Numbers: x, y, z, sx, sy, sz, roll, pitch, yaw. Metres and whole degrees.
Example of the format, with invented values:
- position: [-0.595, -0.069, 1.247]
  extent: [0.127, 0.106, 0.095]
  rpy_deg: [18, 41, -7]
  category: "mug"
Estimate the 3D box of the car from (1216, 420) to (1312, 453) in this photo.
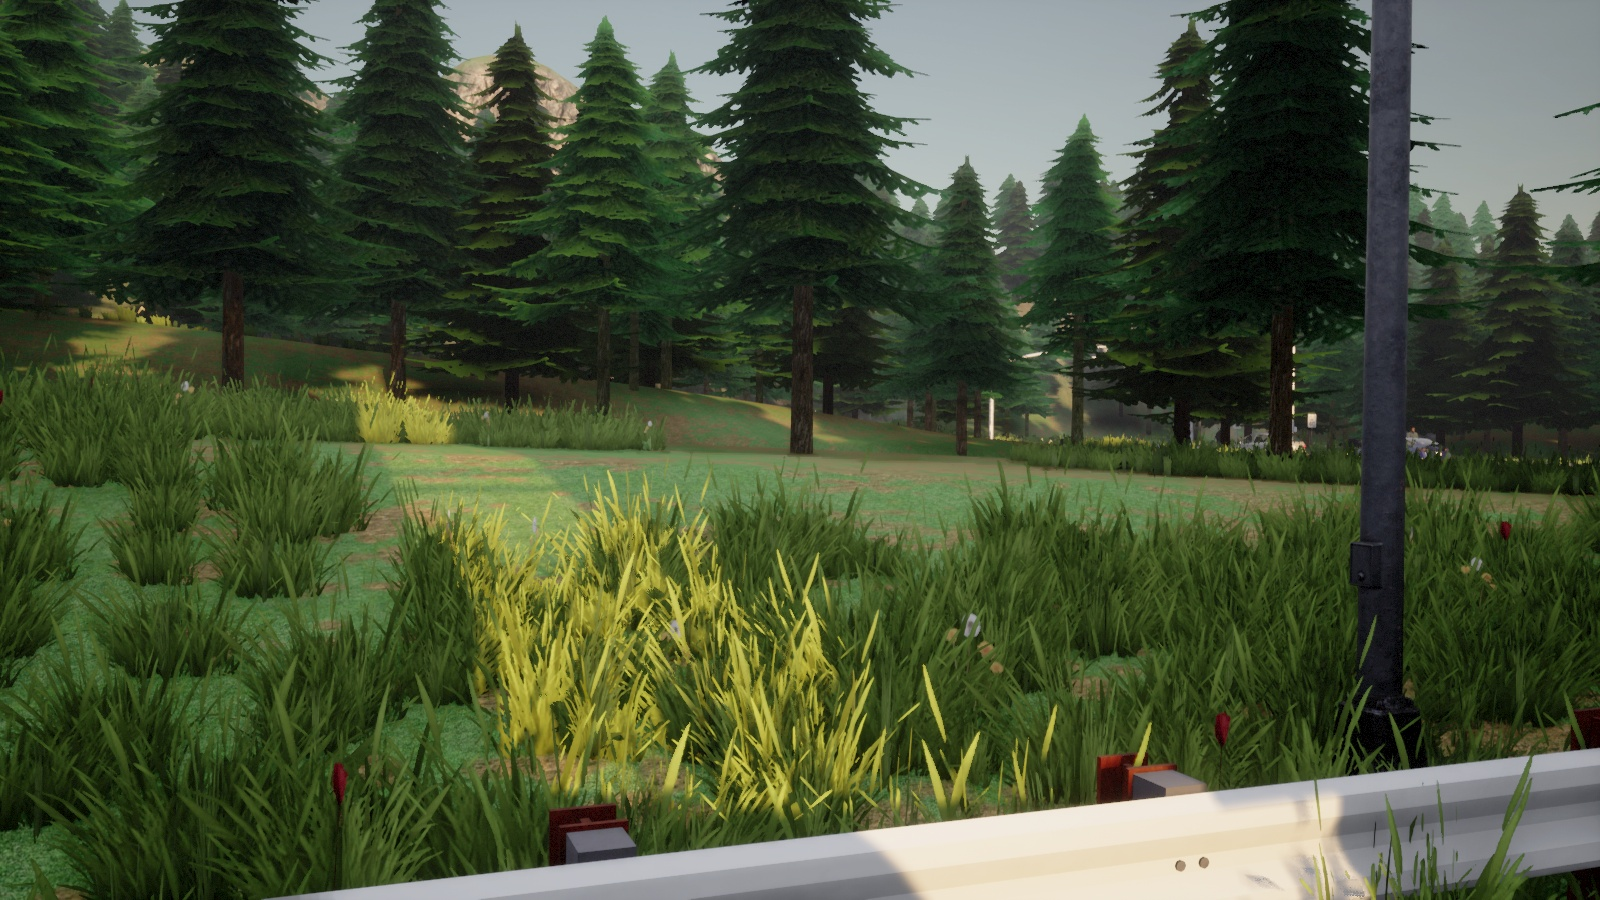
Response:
- position: [24.143, -0.704, 65.476]
  extent: [2.242, 1.667, 4.611]
  rpy_deg: [-1, 1, -20]
  category: "car"

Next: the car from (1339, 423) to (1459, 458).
- position: [27.141, -0.444, 57.093]
  extent: [2.163, 1.488, 4.792]
  rpy_deg: [-1, 1, -20]
  category: "car"
